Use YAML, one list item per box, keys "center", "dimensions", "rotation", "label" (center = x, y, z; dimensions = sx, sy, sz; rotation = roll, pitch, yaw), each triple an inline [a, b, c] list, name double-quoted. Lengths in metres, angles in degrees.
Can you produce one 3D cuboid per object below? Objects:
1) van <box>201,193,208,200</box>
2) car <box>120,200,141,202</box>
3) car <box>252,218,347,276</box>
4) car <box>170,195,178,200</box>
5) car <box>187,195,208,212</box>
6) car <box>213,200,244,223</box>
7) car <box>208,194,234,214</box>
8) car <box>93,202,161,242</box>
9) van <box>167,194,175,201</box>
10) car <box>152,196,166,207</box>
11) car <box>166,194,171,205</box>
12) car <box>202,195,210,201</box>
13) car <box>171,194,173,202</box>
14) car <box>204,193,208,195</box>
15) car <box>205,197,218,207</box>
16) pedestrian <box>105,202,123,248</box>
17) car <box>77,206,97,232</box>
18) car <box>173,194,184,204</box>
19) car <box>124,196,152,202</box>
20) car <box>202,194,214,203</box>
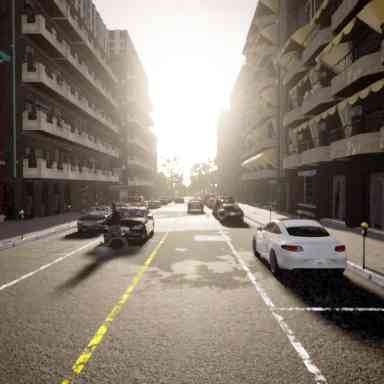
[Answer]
- center: [3.464, 1.299, 91.832]
  dimensions: [1.690, 1.788, 3.998]
  rotation: [-1, 0, 1]
  label: "van"
- center: [-5.484, 1.541, 25.567]
  dimensions: [2.008, 1.369, 4.403]
  rotation: [-1, 0, 1]
  label: "car"
- center: [3.088, 1.522, 10.253]
  dimensions: [1.812, 1.442, 4.674]
  rotation: [0, 0, 0]
  label: "car"
- center: [-4.914, 1.483, 91.686]
  dimensions: [1.752, 1.417, 4.829]
  rotation: [-1, 0, 1]
  label: "car"
- center: [0.427, 1.476, 38.735]
  dimensions: [2.128, 1.511, 4.902]
  rotation: [0, 0, 0]
  label: "car"
- center: [2.896, 1.556, 25.543]
  dimensions: [1.947, 1.339, 4.313]
  rotation: [-1, 0, 1]
  label: "car"
- center: [2.939, 1.303, 31.067]
  dimensions: [2.192, 1.841, 5.009]
  rotation: [-1, 0, 1]
  label: "car"
- center: [-2.959, 1.483, 16.369]
  dimensions: [2.128, 1.511, 4.902]
  rotation: [0, 0, 1]
  label: "car"
- center: [-5.011, 1.306, 80.808]
  dimensions: [1.690, 1.788, 3.998]
  rotation: [-1, 0, 1]
  label: "van"
- center: [-5.293, 1.532, 47.663]
  dimensions: [2.008, 1.369, 4.403]
  rotation: [-1, 0, 1]
  label: "car"
- center: [-5.198, 1.521, 58.711]
  dimensions: [1.887, 1.381, 4.507]
  rotation: [-1, 0, 1]
  label: "car"
- center: [3.372, 1.510, 80.784]
  dimensions: [1.887, 1.381, 4.507]
  rotation: [-1, 0, 1]
  label: "car"
- center: [-5.152, 1.499, 64.066]
  dimensions: [1.752, 1.417, 4.829]
  rotation: [-1, 0, 1]
  label: "car"
- center: [3.177, 1.292, 58.687]
  dimensions: [2.192, 1.841, 5.009]
  rotation: [-1, 0, 1]
  label: "car"
- center: [3.135, 1.561, 53.164]
  dimensions: [1.802, 1.307, 4.206]
  rotation: [-1, 0, 1]
  label: "car"
- center: [-3.058, 1.289, 13.123]
  dimensions: [0.375, 1.860, 0.375]
  rotation: [-1, 1, 1]
  label: "pedestrian"
- center: [-5.531, 1.543, 20.045]
  dimensions: [2.008, 1.369, 4.403]
  rotation: [-1, 0, 1]
  label: "car"
- center: [-2.471, 1.575, 65.183]
  dimensions: [1.895, 1.301, 4.718]
  rotation: [0, 0, 1]
  label: "car"
- center: [-5.441, 1.303, 31.091]
  dimensions: [2.192, 1.841, 5.009]
  rotation: [-1, 0, 1]
  label: "car"
- center: [3.273, 1.286, 69.736]
  dimensions: [2.192, 1.841, 5.009]
  rotation: [-1, 0, 1]
  label: "car"
